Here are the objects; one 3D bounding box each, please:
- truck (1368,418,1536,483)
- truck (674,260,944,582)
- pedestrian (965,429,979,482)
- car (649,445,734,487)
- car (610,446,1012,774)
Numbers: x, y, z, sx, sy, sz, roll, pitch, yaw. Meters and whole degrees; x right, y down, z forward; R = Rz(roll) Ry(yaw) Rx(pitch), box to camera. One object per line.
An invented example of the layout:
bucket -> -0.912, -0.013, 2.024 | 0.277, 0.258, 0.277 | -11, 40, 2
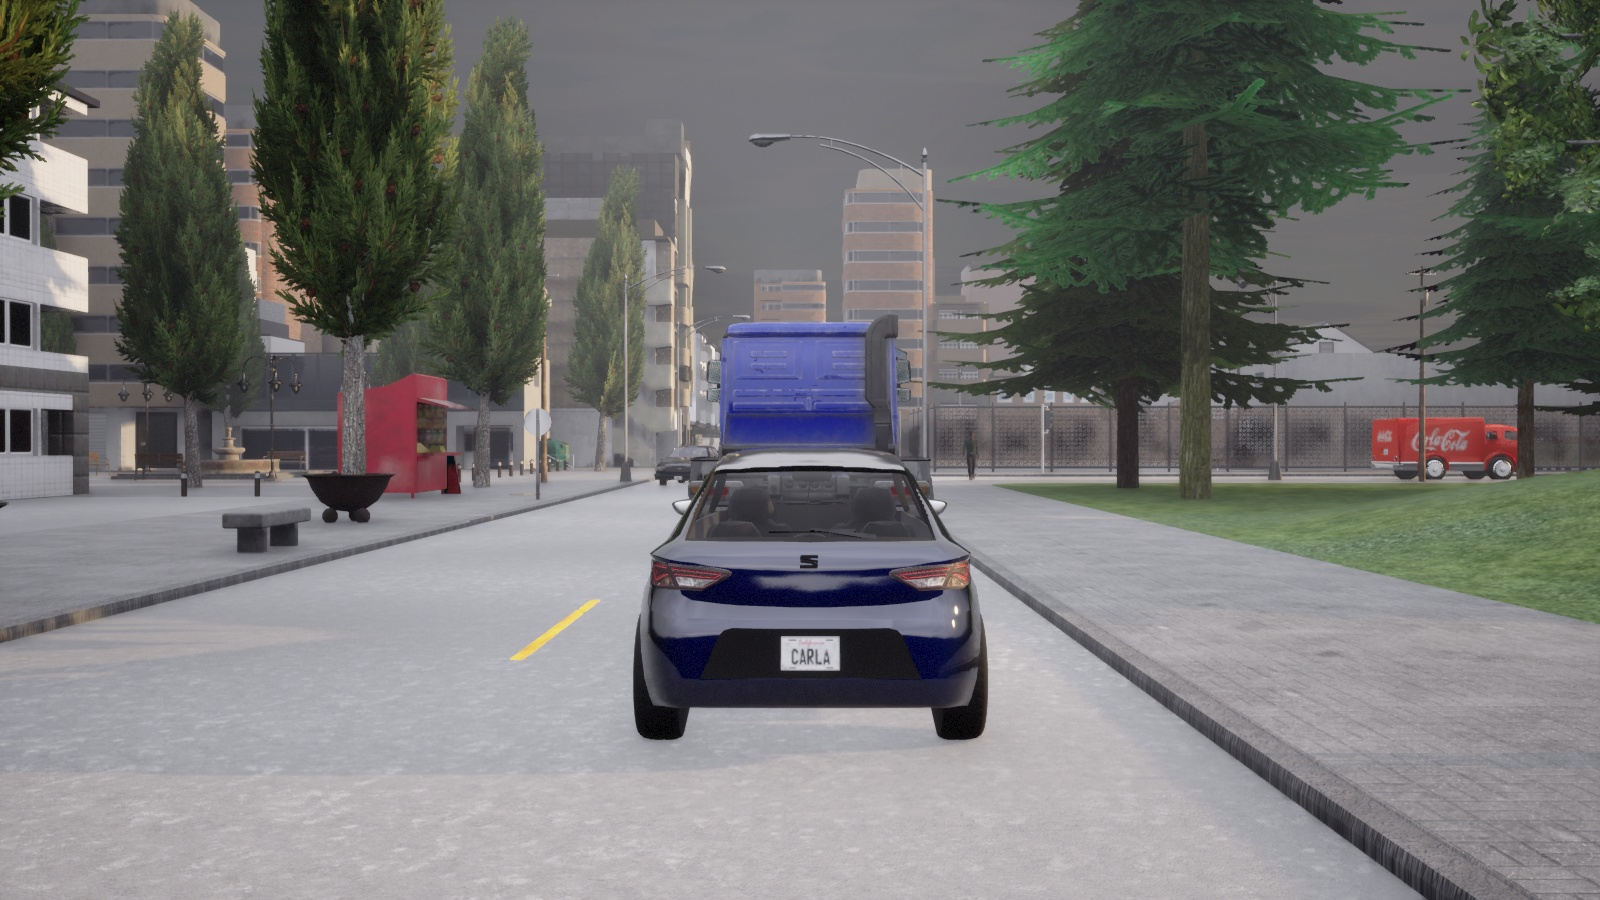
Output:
truck -> 25.438, 0.003, 49.137 | 5.204, 2.467, 2.627 | 0, 0, 0
truck -> 0.122, -0.334, 17.460 | 2.891, 3.462, 7.936 | 0, 0, 0
pedestrian -> 6.301, 0.201, 46.126 | 0.423, 1.949, 0.788 | 0, 0, 2
car -> -3.822, 0.536, 45.160 | 2.033, 1.411, 5.357 | 0, 0, 6
car -> 0.061, 0.716, 7.772 | 1.816, 1.474, 4.193 | 0, 0, 0
